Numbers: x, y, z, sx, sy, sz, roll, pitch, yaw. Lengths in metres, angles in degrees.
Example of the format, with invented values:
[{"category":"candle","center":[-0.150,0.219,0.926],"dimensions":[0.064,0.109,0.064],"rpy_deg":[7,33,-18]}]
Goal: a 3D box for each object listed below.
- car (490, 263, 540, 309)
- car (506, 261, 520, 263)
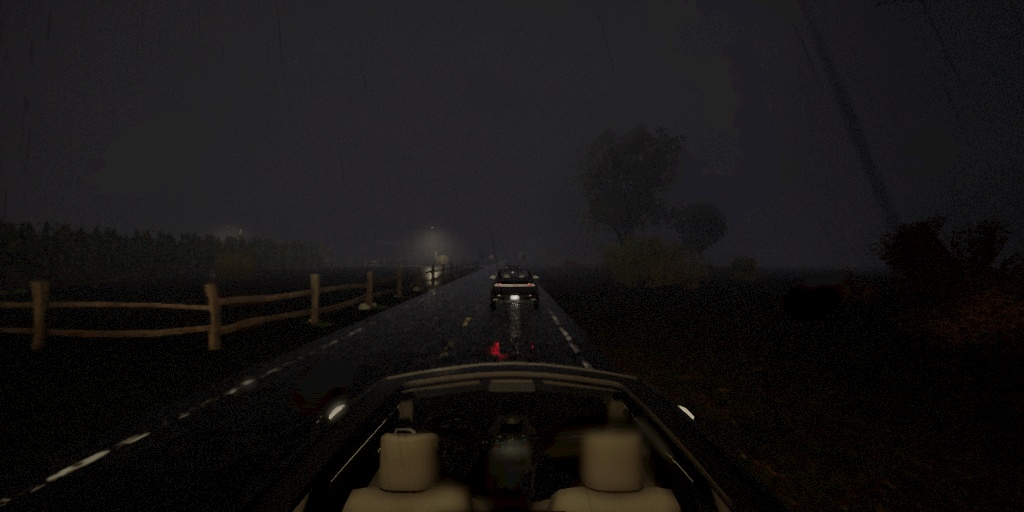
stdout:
[{"category":"car","center":[0.096,1.240,14.934],"dimensions":[2.128,1.511,4.902],"rpy_deg":[0,0,0]},{"category":"car","center":[0.091,1.252,34.401],"dimensions":[2.128,1.511,4.902],"rpy_deg":[0,0,0]}]
